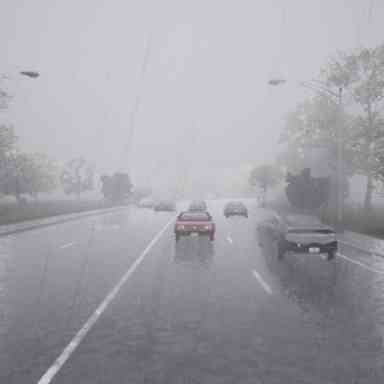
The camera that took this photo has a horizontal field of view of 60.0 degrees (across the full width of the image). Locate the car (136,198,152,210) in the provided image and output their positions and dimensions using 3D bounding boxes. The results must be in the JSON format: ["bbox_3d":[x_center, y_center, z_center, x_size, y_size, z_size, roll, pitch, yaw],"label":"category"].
[{"bbox_3d":[-5.887,1.522,43.639,1.812,1.442,4.674,0,0,5],"label":"car"}]

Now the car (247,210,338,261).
[{"bbox_3d":[3.610,1.492,12.230,2.128,1.511,4.902,0,0,0],"label":"car"}]

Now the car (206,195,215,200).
[{"bbox_3d":[4.243,1.344,76.885,1.812,1.442,4.674,0,0,18],"label":"car"}]

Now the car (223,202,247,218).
[{"bbox_3d":[3.960,1.565,30.731,1.994,1.385,4.181,0,0,2],"label":"car"}]

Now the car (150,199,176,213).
[{"bbox_3d":[-2.951,1.600,36.676,1.895,1.301,4.718,0,0,4],"label":"car"}]

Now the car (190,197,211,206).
[{"bbox_3d":[0.694,1.548,35.904,2.033,1.411,5.357,0,0,3],"label":"car"}]

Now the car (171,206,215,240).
[{"bbox_3d":[0.135,1.601,17.038,1.895,1.301,4.718,0,0,0],"label":"car"}]
